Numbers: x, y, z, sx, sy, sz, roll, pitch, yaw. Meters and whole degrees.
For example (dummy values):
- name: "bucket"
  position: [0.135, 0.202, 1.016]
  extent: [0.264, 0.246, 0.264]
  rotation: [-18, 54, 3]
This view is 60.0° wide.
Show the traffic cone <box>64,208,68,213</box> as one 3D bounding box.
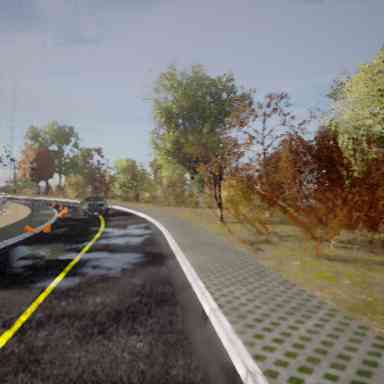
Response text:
- name: "traffic cone"
  position: [-10.296, 1.655, 26.268]
  extent: [0.340, 0.580, 0.340]
  rotation: [28, -4, -10]

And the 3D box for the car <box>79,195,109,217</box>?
- name: "car"
  position: [-8.289, 1.070, 27.958]
  extent: [2.097, 1.767, 4.553]
  rotation: [0, 1, -22]
